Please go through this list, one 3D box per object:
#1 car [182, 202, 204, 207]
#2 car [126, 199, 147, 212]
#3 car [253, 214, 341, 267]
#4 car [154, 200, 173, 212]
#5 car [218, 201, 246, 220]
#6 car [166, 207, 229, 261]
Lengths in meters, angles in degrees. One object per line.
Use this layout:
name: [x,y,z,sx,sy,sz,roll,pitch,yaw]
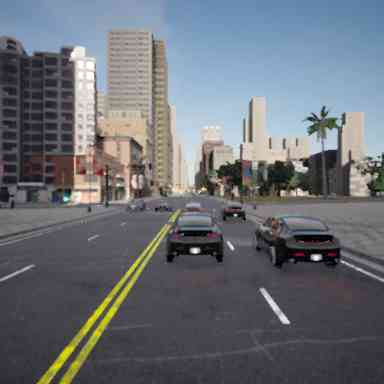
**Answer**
car: [0.106,1.551,28.653,1.812,1.442,4.674,0,0,0]
car: [-6.540,1.534,39.537,2.128,1.511,4.902,0,0,1]
car: [3.347,1.513,11.380,1.837,1.490,4.892,0,0,0]
car: [-3.295,1.606,39.275,1.994,1.385,4.181,0,0,1]
car: [3.341,1.529,27.965,1.837,1.490,4.892,0,0,0]
car: [0.096,1.512,12.301,1.837,1.490,4.892,0,-1,0]
